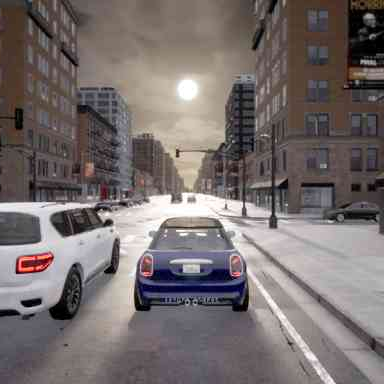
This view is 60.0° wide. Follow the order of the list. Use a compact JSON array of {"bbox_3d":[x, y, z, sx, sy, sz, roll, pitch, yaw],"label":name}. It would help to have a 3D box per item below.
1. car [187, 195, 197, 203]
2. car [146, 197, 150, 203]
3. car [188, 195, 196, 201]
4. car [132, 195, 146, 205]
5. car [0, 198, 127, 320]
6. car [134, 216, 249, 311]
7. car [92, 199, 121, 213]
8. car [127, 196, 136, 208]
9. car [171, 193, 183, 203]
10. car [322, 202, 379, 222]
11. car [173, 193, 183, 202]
[{"bbox_3d":[-0.083,1.482,69.291,2.128,1.511,4.902,0,0,0],"label":"car"},{"bbox_3d":[-9.833,1.591,68.641,1.895,1.301,4.718,0,0,0],"label":"car"},{"bbox_3d":[-0.095,1.453,79.740,1.895,1.301,4.718,0,0,0],"label":"car"},{"bbox_3d":[-9.898,1.346,58.421,2.097,1.767,4.553,0,0,0],"label":"car"},{"bbox_3d":[-3.157,1.223,7.450,2.150,2.045,5.566,0,0,0],"label":"car"},{"bbox_3d":[-0.002,1.352,7.907,2.097,1.767,4.553,0,0,0],"label":"car"},{"bbox_3d":[-9.896,1.547,39.061,2.033,1.411,5.357,0,0,0],"label":"car"},{"bbox_3d":[-9.903,1.598,48.677,1.895,1.301,4.718,0,0,0],"label":"car"},{"bbox_3d":[-3.247,1.211,70.035,2.150,2.045,5.566,0,0,0],"label":"car"},{"bbox_3d":[12.691,1.545,25.943,4.892,1.490,1.837,0,0,2],"label":"car"},{"bbox_3d":[-3.346,1.212,80.425,2.150,2.045,5.566,0,0,0],"label":"car"}]
